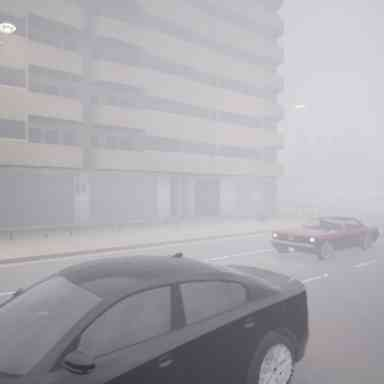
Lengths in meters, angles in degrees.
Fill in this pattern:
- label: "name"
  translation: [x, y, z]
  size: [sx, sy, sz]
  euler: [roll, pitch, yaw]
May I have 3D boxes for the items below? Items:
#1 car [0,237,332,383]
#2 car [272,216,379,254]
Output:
- label: "car"
  translation: [-0.809, 1.478, 3.394]
  size: [5.008, 1.535, 1.882]
  euler: [0, 0, -38]
- label: "car"
  translation: [5.054, 1.601, 12.459]
  size: [4.718, 1.301, 1.895]
  euler: [0, 0, -38]
